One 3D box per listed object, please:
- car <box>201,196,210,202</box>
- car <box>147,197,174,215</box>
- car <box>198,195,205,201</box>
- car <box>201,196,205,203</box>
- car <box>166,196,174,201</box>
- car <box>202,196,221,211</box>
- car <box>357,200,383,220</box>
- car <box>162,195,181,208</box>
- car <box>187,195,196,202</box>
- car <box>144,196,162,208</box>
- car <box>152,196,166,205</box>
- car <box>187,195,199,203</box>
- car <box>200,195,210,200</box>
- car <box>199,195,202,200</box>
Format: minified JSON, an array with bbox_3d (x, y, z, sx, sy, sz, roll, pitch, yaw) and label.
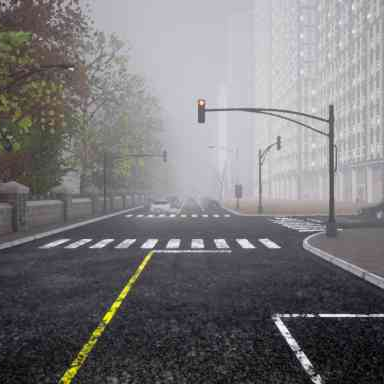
[{"bbox_3d":[3.082,1.590,76.858,1.812,1.442,4.674,0,0,0],"label":"car"},{"bbox_3d":[-3.129,1.540,33.586,1.812,1.442,4.674,0,0,0],"label":"car"},{"bbox_3d":[2.610,1.642,92.237,2.008,1.369,4.403,0,0,0],"label":"car"},{"bbox_3d":[2.649,1.592,47.178,1.947,1.339,4.313,0,0,0],"label":"car"},{"bbox_3d":[-5.765,1.626,86.597,1.887,1.381,4.507,0,0,0],"label":"car"},{"bbox_3d":[2.654,1.587,41.546,1.947,1.339,4.313,0,0,0],"label":"car"},{"bbox_3d":[14.932,1.239,24.769,4.892,1.490,1.837,-1,0,0],"label":"car"},{"bbox_3d":[-3.140,1.517,48.626,2.128,1.511,4.902,0,0,0],"label":"car"},{"bbox_3d":[-0.069,1.482,78.830,2.033,1.411,5.357,0,0,0],"label":"car"},{"bbox_3d":[-5.731,1.608,47.171,1.802,1.307,4.206,0,0,0],"label":"car"},{"bbox_3d":[-5.740,1.478,58.436,1.967,1.590,4.097,0,0,0],"label":"car"},{"bbox_3d":[-0.062,1.578,69.246,1.812,1.442,4.674,0,0,0],"label":"car"},{"bbox_3d":[2.645,1.597,52.811,1.947,1.339,4.313,0,0,0],"label":"car"},{"bbox_3d":[3.052,1.406,69.828,2.097,1.767,4.553,0,0,0],"label":"car"}]
